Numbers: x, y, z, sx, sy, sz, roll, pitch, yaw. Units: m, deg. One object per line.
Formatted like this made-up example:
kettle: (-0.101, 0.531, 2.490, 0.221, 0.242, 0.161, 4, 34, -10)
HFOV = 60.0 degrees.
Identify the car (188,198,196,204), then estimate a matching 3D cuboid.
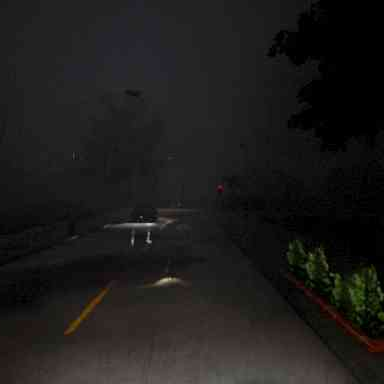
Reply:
car: (-0.068, 2.210, 80.971, 1.895, 1.301, 4.718, 0, -1, 0)

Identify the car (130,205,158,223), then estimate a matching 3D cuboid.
car: (-4.028, 1.834, 28.424, 1.994, 1.385, 4.181, 0, -1, 0)

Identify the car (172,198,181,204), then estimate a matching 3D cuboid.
car: (-4.074, 2.269, 87.941, 1.837, 1.490, 4.892, 0, -1, 0)
